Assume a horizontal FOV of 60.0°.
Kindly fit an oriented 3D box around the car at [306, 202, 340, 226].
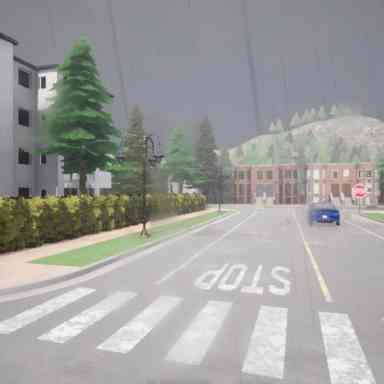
[{"bbox_3d":[9.244,1.480,23.695,1.882,1.535,5.008,0,0,16],"label":"car"}]
